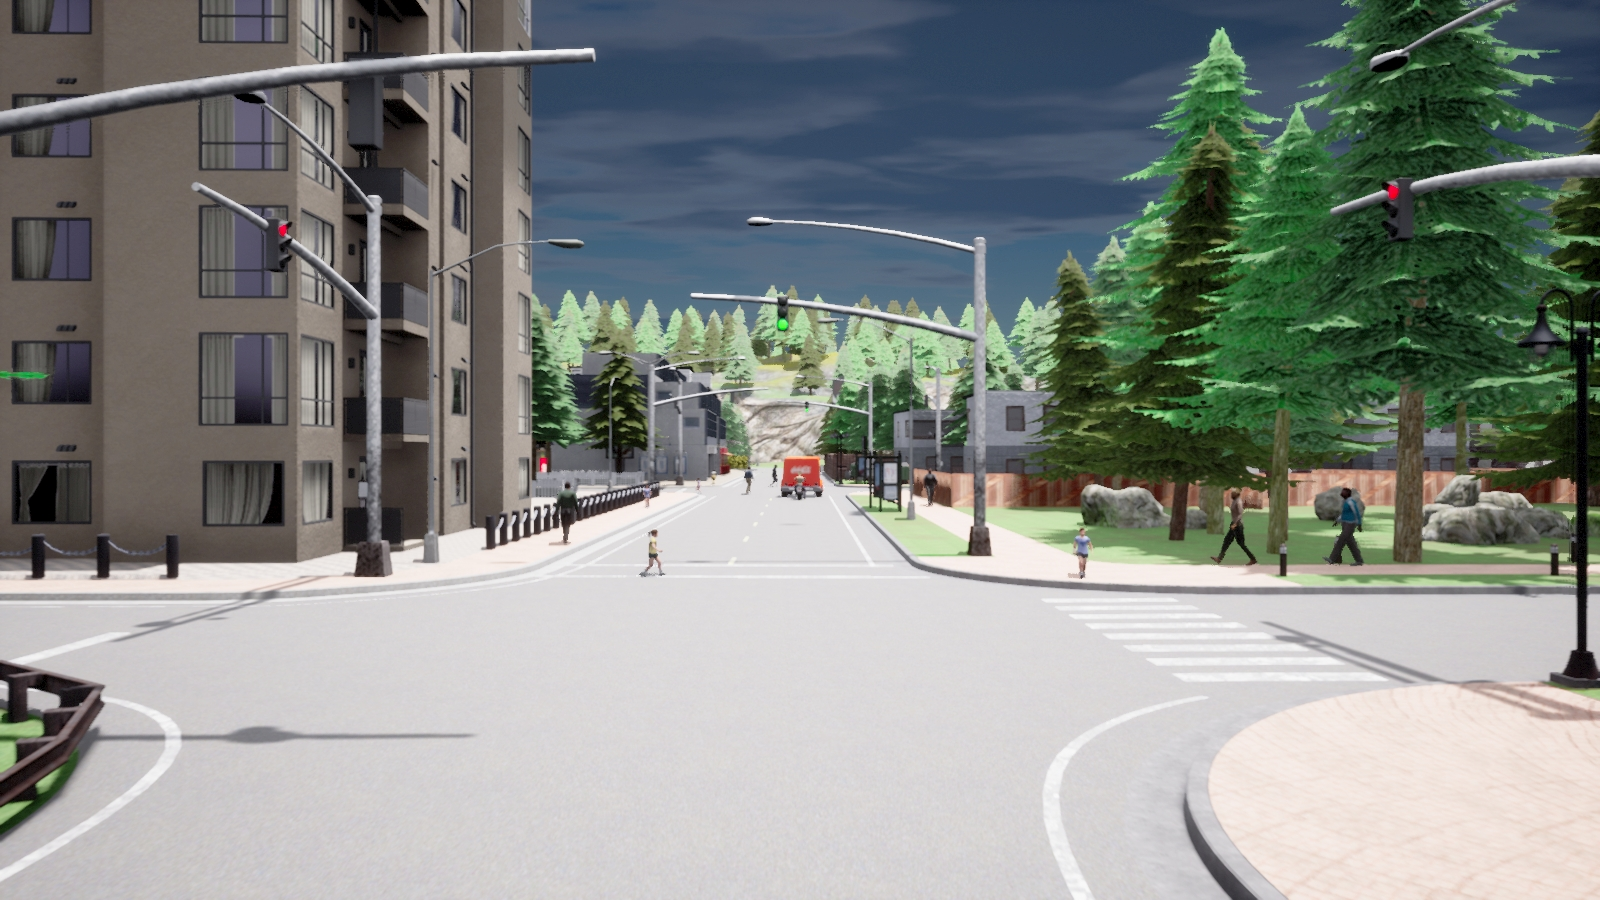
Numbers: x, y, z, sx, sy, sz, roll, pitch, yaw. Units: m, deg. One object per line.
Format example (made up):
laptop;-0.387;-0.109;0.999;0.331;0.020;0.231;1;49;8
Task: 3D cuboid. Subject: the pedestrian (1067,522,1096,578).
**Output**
pedestrian;5.851;2.074;23.752;0.500;1.100;0.500;0;0;5

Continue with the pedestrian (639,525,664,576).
pedestrian;-3.298;2.229;25.403;0.500;1.100;0.500;0;0;1

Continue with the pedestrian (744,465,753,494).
pedestrian;-3.263;1.883;72.515;0.375;1.860;0.375;0;0;33

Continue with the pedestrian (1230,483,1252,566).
pedestrian;10.012;1.683;25.935;0.375;1.860;0.375;0;0;5

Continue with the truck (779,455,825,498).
truck;0.180;1.618;71.181;2.627;2.467;5.204;0;1;2

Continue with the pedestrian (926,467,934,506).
pedestrian;6.177;1.717;54.243;0.375;1.860;0.375;0;0;8

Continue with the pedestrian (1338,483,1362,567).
pedestrian;12.409;1.682;25.800;0.375;1.860;0.375;0;0;4

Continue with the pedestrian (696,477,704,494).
pedestrian;-6.418;2.267;73.461;0.500;1.100;0.500;0;0;-2

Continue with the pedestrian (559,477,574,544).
pedestrian;-6.600;1.701;32.337;0.375;1.860;0.375;0;0;-5

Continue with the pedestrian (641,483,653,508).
pedestrian;-7.077;2.099;52.874;0.500;1.100;0.500;0;0;-1
